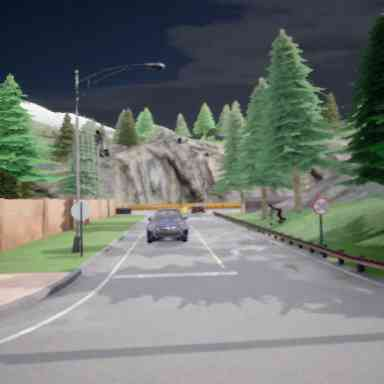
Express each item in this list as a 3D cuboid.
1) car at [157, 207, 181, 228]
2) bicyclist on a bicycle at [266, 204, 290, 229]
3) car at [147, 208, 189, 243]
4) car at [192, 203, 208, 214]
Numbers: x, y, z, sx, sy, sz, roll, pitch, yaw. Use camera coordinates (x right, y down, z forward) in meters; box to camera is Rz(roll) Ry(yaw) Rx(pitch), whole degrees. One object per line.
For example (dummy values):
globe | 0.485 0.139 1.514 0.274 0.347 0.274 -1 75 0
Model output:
car | -1.954 2.134 28.403 1.812 1.442 4.674 -1 -1 -4
bicyclist on a bicycle | 5.412 1.480 21.453 1.656 1.620 0.582 -20 4 -4
car | -1.317 1.753 18.432 2.097 1.767 4.553 -1 -1 -4
car | 1.218 2.496 51.140 1.882 1.535 5.008 -2 -1 10
